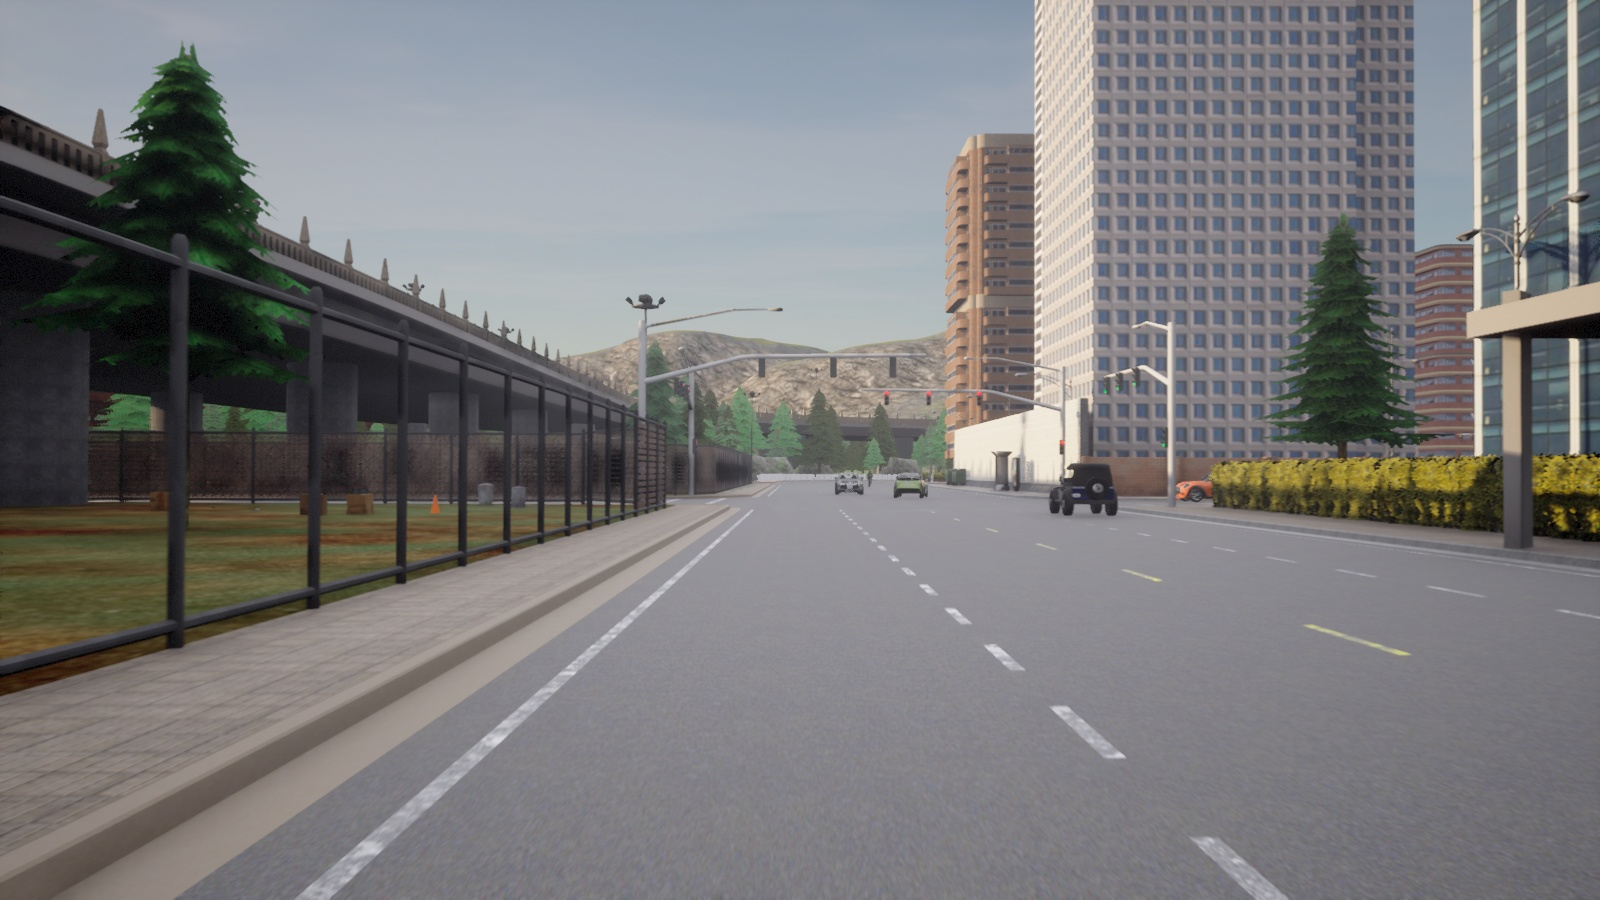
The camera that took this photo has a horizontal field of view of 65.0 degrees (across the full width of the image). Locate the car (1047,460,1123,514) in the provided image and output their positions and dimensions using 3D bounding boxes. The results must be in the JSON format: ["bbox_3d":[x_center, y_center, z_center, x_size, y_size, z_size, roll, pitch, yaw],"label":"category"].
[{"bbox_3d":[10.385,1.340,46.063,1.905,1.878,3.866,0,-1,0],"label":"car"}]

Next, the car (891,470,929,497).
[{"bbox_3d":[6.681,2.008,75.791,2.007,1.525,4.514,0,-1,8],"label":"car"}]

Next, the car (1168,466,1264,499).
[{"bbox_3d":[22.878,1.794,69.124,4.553,1.767,2.097,0,-1,0],"label":"car"}]

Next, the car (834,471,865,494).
[{"bbox_3d":[3.293,2.181,84.482,1.970,1.475,3.806,0,-1,0],"label":"car"}]
